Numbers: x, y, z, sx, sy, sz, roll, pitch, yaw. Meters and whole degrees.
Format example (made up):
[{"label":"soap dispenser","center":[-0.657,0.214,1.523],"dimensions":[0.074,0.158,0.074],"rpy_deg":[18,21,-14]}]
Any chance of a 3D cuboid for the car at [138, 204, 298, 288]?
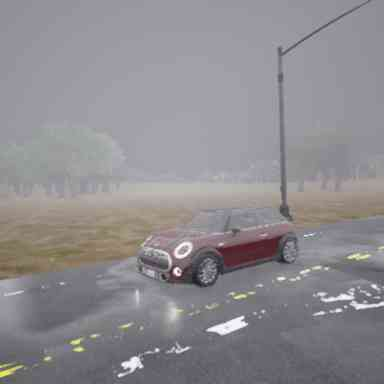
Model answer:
[{"label":"car","center":[0.812,1.199,9.023],"dimensions":[4.553,1.767,2.097],"rpy_deg":[-2,1,-38]}]
